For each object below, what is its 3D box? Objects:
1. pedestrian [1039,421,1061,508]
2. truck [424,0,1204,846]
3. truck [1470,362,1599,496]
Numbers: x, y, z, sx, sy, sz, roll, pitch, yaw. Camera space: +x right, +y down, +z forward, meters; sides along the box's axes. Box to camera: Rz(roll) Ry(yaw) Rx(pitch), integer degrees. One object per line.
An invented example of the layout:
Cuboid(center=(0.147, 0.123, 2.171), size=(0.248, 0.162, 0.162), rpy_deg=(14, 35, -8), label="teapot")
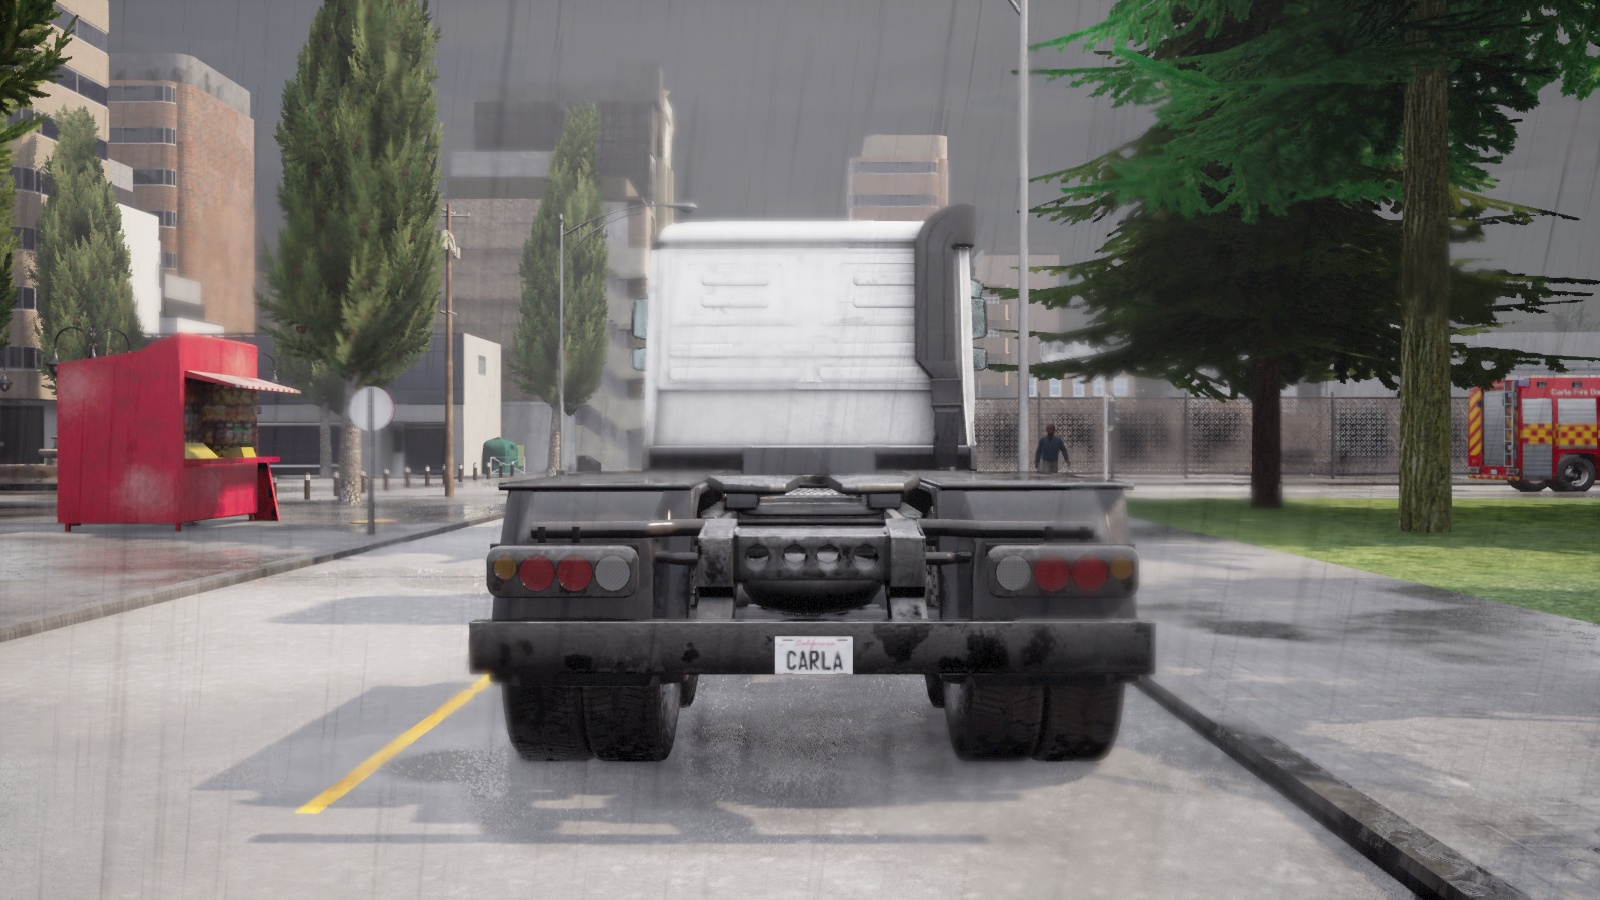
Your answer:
Cuboid(center=(5.355, 0.308, 26.922), size=(0.370, 1.835, 0.726), rpy_deg=(0, 0, 4), label="pedestrian")
Cuboid(center=(0.072, -0.284, 8.629), size=(2.891, 3.462, 7.936), rpy_deg=(0, 0, 0), label="truck")
Cuboid(center=(24.945, -0.609, 37.322), size=(8.468, 3.827, 2.891), rpy_deg=(0, 0, 0), label="truck")
